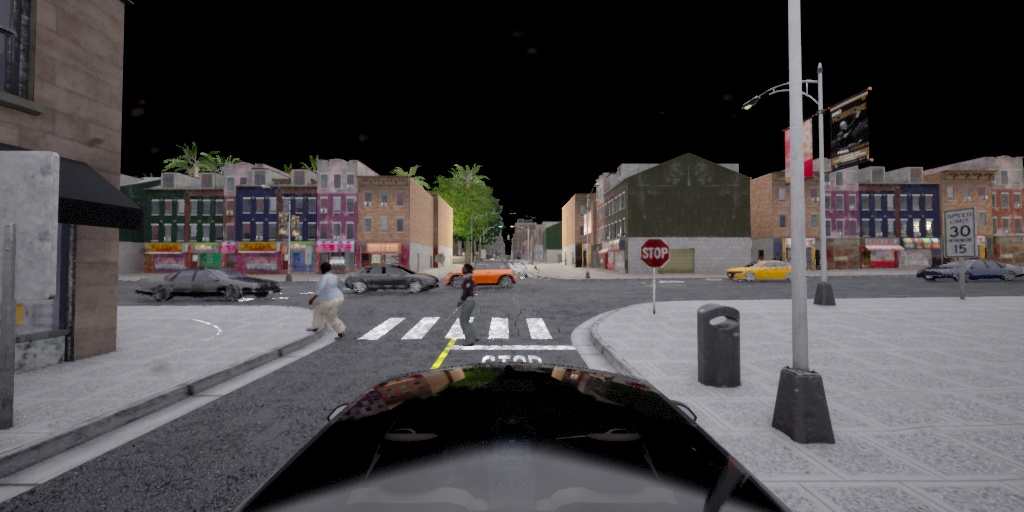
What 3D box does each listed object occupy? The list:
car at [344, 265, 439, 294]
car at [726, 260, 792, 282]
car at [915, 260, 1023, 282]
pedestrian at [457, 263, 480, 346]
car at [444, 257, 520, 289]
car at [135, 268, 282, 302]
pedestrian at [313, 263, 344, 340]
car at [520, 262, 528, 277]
[{"bbox_3d":[-6.442,1.250,19.382,4.892,1.490,1.837,0,-1,-1],"label":"car"},{"bbox_3d":[18.460,1.091,26.323,5.008,1.535,1.882,-1,-1,-1],"label":"car"},{"bbox_3d":[29.584,0.937,23.181,5.357,1.411,2.033,-1,-1,-1],"label":"car"},{"bbox_3d":[-0.972,1.045,7.940,0.375,1.860,0.375,1,-1,0],"label":"pedestrian"},{"bbox_3d":[-1.960,1.107,22.851,4.553,1.767,2.097,0,0,-1],"label":"car"},{"bbox_3d":[-13.463,1.250,16.052,5.357,1.411,2.033,0,-1,0],"label":"car"},{"bbox_3d":[-4.350,1.044,8.532,0.375,1.860,0.375,1,-1,0],"label":"pedestrian"},{"bbox_3d":[0.418,1.262,34.773,1.812,1.442,4.674,-1,0,-5],"label":"car"}]
